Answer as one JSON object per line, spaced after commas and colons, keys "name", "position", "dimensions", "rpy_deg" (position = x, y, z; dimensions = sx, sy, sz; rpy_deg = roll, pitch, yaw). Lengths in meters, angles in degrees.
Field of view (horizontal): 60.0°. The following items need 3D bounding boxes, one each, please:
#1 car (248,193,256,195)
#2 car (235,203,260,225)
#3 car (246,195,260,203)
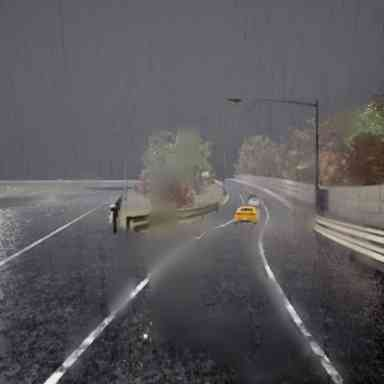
{"name": "car", "position": [11.670, 1.023, 64.572], "dimensions": [2.097, 1.767, 4.553], "rpy_deg": [0, 3, 7]}
{"name": "car", "position": [5.075, 2.067, 30.462], "dimensions": [1.882, 1.535, 5.008], "rpy_deg": [0, 0, 14]}
{"name": "car", "position": [10.142, 1.691, 54.624], "dimensions": [1.812, 1.442, 4.674], "rpy_deg": [0, 2, 9]}
